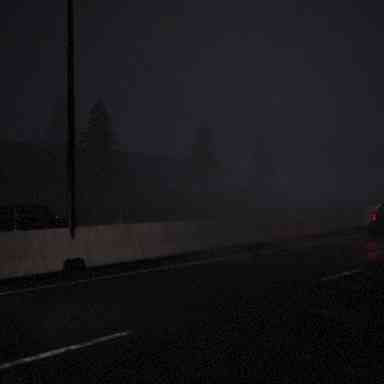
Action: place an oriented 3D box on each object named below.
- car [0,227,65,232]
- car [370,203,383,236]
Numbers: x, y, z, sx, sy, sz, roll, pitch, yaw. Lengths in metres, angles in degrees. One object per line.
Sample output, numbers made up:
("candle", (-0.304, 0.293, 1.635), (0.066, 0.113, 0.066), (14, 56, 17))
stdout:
("car", (-6.960, 1.485, 11.955), (4.902, 1.511, 2.128), (0, 0, -36))
("car", (10.725, 1.256, 16.580), (4.553, 1.767, 2.097), (0, 0, -41))
